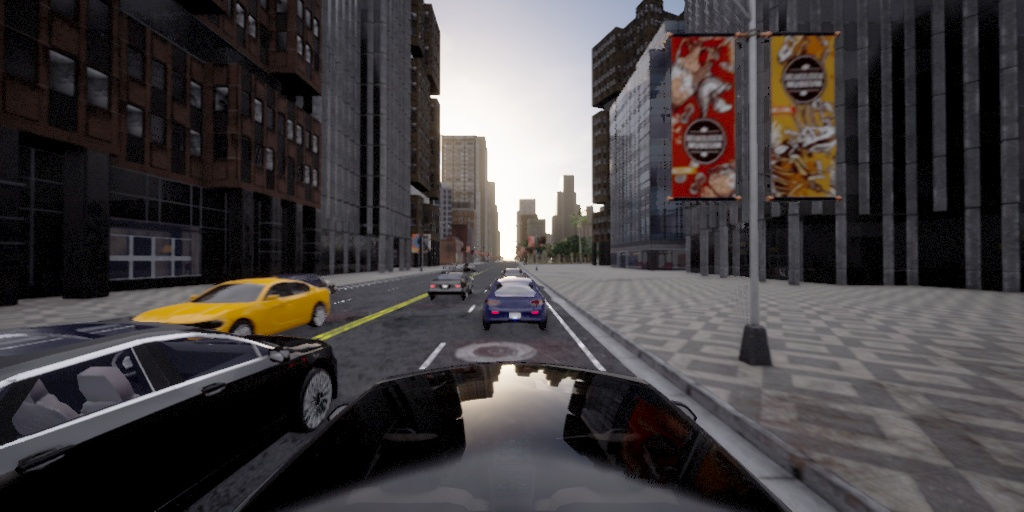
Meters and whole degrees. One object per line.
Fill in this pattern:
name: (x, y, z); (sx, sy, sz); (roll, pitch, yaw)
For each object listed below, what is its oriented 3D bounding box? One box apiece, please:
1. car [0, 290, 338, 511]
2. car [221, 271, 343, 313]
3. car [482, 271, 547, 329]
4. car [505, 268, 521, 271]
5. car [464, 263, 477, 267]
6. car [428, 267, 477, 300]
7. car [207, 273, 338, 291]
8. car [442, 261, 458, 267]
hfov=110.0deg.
car: (-3.149, 1.255, 2.690); (2.128, 1.511, 4.902); (0, -1, 0)
car: (-9.870, 1.473, 16.097); (2.033, 1.411, 5.357); (0, -1, 0)
car: (0.081, 1.396, 11.589); (1.812, 1.442, 4.674); (0, -1, 0)
car: (0.059, 1.630, 27.863); (1.994, 1.385, 4.181); (0, -1, 0)
car: (-6.584, 1.874, 56.535); (1.837, 1.490, 4.892); (0, -1, 0)
car: (-3.178, 1.513, 19.384); (2.033, 1.411, 5.357); (0, -1, -1)
car: (-6.608, 1.319, 9.173); (1.882, 1.535, 5.008); (0, -1, 0)
car: (-9.833, 1.527, 56.789); (1.994, 1.385, 4.181); (0, -1, 0)
